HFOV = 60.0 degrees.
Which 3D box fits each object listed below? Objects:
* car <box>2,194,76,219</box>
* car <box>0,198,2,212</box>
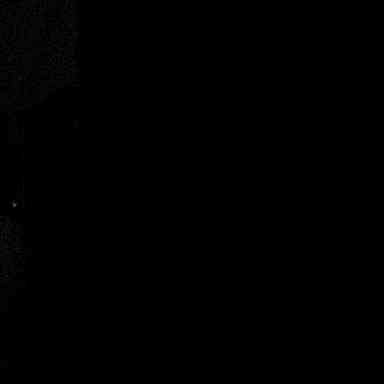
[{"bbox_3d":[-10.700,0.920,24.094,2.097,1.767,4.553,-1,0,33],"label":"car"},{"bbox_3d":[-18.358,1.248,30.735,1.812,1.442,4.674,-1,0,35],"label":"car"}]
